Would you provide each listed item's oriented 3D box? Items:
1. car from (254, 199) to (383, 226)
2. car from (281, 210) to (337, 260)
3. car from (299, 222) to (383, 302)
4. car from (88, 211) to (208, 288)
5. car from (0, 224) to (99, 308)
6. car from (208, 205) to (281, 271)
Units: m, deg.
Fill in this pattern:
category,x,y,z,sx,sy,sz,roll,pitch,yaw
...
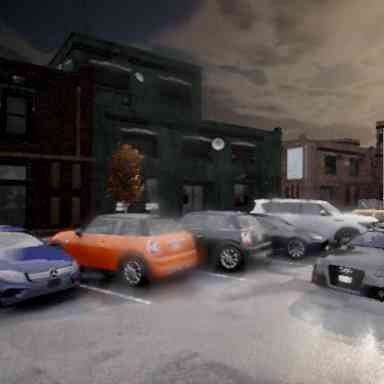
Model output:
category,x,y,z,sx,sy,sz,roll,pitch,yaw
car,5.235,1.342,14.748,5.566,2.045,2.435,-1,-1,35
car,2.784,1.597,13.015,4.792,1.488,2.163,-1,-1,35
car,4.792,1.634,8.033,4.181,1.385,1.994,1,0,-35
car,-2.125,1.390,9.541,4.553,1.767,2.185,-1,-1,35
car,-4.602,1.532,7.830,4.674,1.452,2.002,-1,-1,35
car,0.326,1.415,11.272,4.553,1.767,2.185,-1,-1,35
